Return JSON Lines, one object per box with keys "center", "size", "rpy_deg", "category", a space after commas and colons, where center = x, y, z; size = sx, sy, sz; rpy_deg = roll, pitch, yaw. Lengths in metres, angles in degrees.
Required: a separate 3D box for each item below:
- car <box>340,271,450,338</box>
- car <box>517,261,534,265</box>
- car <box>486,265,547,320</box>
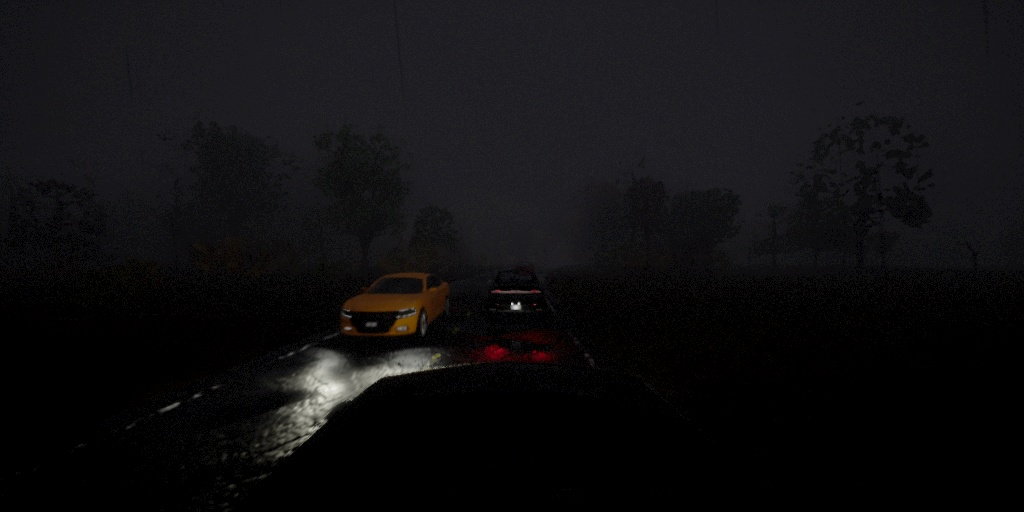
{"center": [-3.045, 1.223, 10.323], "size": [1.882, 1.535, 5.008], "rpy_deg": [0, 0, 1], "category": "car"}
{"center": [1.252, 1.209, 32.829], "size": [1.882, 1.535, 5.008], "rpy_deg": [0, 0, 5], "category": "car"}
{"center": [0.147, 1.235, 12.563], "size": [2.128, 1.511, 4.902], "rpy_deg": [0, 0, 1], "category": "car"}
